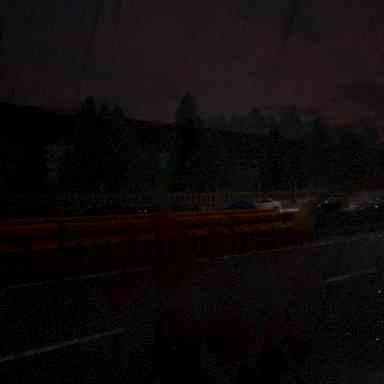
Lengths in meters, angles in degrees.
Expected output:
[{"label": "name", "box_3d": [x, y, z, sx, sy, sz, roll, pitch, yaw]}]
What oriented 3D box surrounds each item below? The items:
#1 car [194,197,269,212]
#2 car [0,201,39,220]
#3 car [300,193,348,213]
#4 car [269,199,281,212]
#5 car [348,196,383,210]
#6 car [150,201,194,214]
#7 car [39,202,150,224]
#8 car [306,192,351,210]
[{"label": "car", "box_3d": [2.725, 1.284, 22.480, 4.674, 1.442, 1.812, 0, 1, -33]}, {"label": "car", "box_3d": [-9.304, 1.273, 18.803, 4.674, 1.442, 1.812, 0, 1, -32]}, {"label": "car", "box_3d": [11.188, 1.125, 28.032, 4.902, 1.511, 2.128, -2, 2, -33]}, {"label": "car", "box_3d": [5.690, 1.209, 28.605, 4.674, 1.442, 1.812, -1, 1, -33]}, {"label": "car", "box_3d": [14.887, 1.050, 26.173, 4.902, 1.511, 2.128, -3, 2, -33]}, {"label": "car", "box_3d": [-1.675, 1.326, 23.786, 4.718, 1.301, 1.895, 0, 1, -33]}, {"label": "car", "box_3d": [-5.033, 1.273, 17.410, 4.902, 1.511, 2.128, 0, 1, -33]}, {"label": "car", "box_3d": [14.047, 0.864, 34.081, 4.892, 1.490, 1.837, -4, 3, -33]}]
